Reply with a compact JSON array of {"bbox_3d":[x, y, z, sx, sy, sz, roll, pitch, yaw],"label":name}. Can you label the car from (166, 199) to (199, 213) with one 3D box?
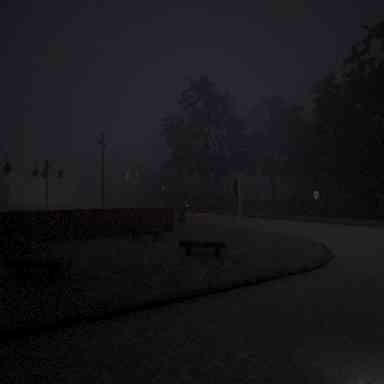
[{"bbox_3d":[-1.109,1.526,35.724,1.812,1.442,4.674,0,0,-35],"label":"car"}]
